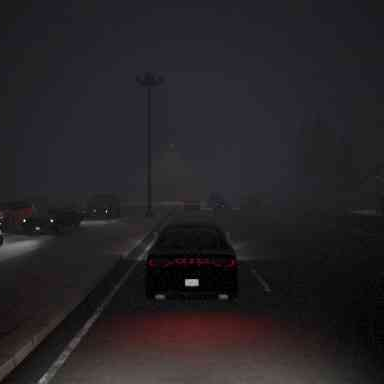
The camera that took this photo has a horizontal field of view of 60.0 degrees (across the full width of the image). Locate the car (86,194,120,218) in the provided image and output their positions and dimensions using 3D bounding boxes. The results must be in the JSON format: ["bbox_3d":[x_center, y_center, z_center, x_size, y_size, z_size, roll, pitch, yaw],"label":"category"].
[{"bbox_3d":[-8.013,1.205,30.142,2.150,2.045,5.566,0,0,0],"label":"car"}]

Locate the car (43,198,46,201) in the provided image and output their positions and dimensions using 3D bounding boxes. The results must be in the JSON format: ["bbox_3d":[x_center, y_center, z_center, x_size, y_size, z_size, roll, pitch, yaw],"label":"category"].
[{"bbox_3d":[-15.013,1.335,31.494,2.097,1.767,4.553,0,0,0],"label":"car"}]

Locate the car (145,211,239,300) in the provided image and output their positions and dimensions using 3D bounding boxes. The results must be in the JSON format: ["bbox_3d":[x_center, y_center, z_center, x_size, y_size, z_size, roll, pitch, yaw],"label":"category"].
[{"bbox_3d":[-0.004,1.473,8.439,1.882,1.535,5.008,0,0,0],"label":"car"}]

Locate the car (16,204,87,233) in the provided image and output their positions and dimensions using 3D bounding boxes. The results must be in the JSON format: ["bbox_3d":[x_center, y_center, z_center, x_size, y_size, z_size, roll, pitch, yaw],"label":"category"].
[{"bbox_3d":[-8.037,1.590,19.571,1.895,1.301,4.718,0,0,1],"label":"car"}]

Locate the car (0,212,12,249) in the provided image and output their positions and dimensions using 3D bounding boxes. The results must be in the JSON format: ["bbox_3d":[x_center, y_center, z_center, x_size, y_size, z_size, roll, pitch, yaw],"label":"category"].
[{"bbox_3d":[-8.082,1.558,10.817,1.994,1.385,4.181,0,0,0],"label":"car"}]

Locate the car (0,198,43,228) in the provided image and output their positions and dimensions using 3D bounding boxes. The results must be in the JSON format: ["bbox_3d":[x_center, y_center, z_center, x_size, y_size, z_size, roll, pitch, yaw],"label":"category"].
[{"bbox_3d":[-11.526,1.341,20.659,2.097,1.767,4.553,0,0,0],"label":"car"}]

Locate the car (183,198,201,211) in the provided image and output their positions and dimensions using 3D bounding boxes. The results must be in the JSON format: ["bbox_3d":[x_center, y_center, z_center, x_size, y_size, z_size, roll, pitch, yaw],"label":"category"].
[{"bbox_3d":[-0.016,1.471,39.049,2.128,1.511,4.902,0,0,0],"label":"car"}]

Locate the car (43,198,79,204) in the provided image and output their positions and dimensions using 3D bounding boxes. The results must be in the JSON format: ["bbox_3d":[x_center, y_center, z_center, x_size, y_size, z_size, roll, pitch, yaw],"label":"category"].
[{"bbox_3d":[-11.513,1.509,30.579,1.812,1.442,4.674,0,0,0],"label":"car"}]

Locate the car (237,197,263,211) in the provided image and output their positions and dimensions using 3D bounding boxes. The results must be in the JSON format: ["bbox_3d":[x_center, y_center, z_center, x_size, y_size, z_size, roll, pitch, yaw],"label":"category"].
[{"bbox_3d":[6.984,1.331,39.438,2.097,1.767,4.553,0,0,0],"label":"car"}]

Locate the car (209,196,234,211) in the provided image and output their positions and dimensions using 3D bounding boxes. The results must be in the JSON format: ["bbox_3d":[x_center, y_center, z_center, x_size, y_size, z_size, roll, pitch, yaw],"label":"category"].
[{"bbox_3d":[3.484,1.543,39.467,1.994,1.385,4.181,0,0,0],"label":"car"}]

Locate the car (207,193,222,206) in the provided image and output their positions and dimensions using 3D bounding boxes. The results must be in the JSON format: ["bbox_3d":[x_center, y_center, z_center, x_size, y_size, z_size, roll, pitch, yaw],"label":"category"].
[{"bbox_3d":[3.479,1.195,49.501,2.150,2.045,5.566,0,0,0],"label":"car"}]

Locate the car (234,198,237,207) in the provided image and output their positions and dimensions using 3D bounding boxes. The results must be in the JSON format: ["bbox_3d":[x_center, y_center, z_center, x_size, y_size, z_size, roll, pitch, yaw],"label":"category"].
[{"bbox_3d":[6.979,1.521,49.472,2.033,1.411,5.357,0,0,0],"label":"car"}]

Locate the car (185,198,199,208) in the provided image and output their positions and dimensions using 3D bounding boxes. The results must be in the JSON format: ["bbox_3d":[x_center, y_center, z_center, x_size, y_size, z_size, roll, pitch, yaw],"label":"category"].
[{"bbox_3d":[-0.021,1.574,49.499,1.895,1.301,4.718,0,0,0],"label":"car"}]
